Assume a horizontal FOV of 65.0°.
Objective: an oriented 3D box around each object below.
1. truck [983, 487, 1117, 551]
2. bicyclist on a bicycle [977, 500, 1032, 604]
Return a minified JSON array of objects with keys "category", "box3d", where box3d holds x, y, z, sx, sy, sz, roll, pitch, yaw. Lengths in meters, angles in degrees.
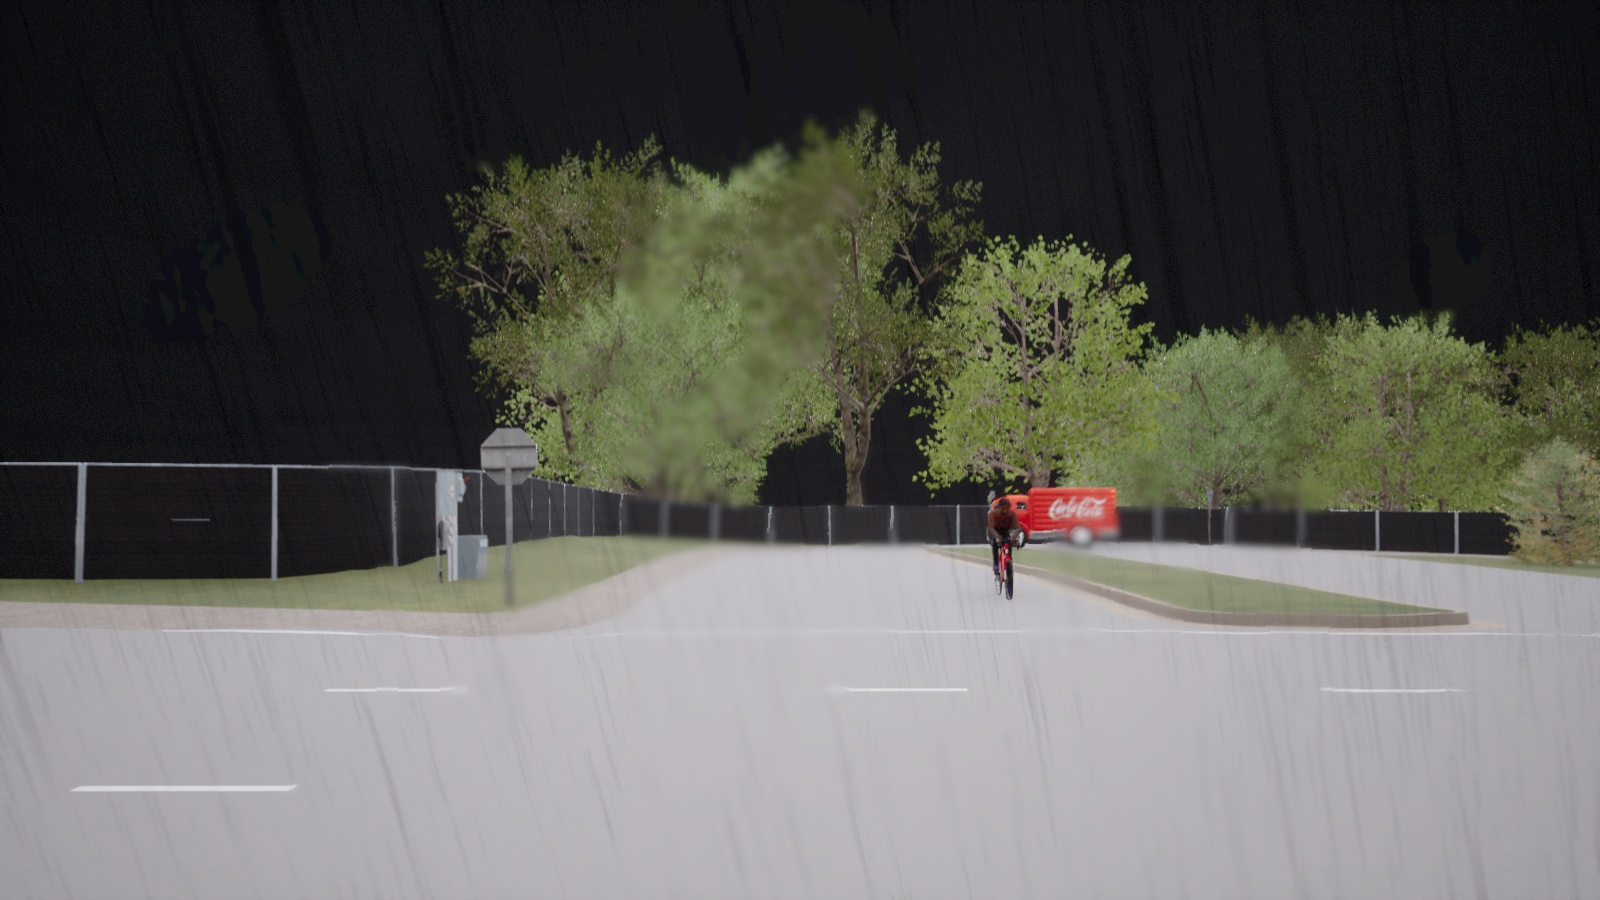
[{"category":"truck","box3d":[10.215,2.830,51.755,5.204,2.467,2.627,-2,-3,8]},{"category":"bicyclist on a bicycle","box3d":[3.311,1.624,20.436,0.582,1.620,1.656,-1,-2,-1]}]
